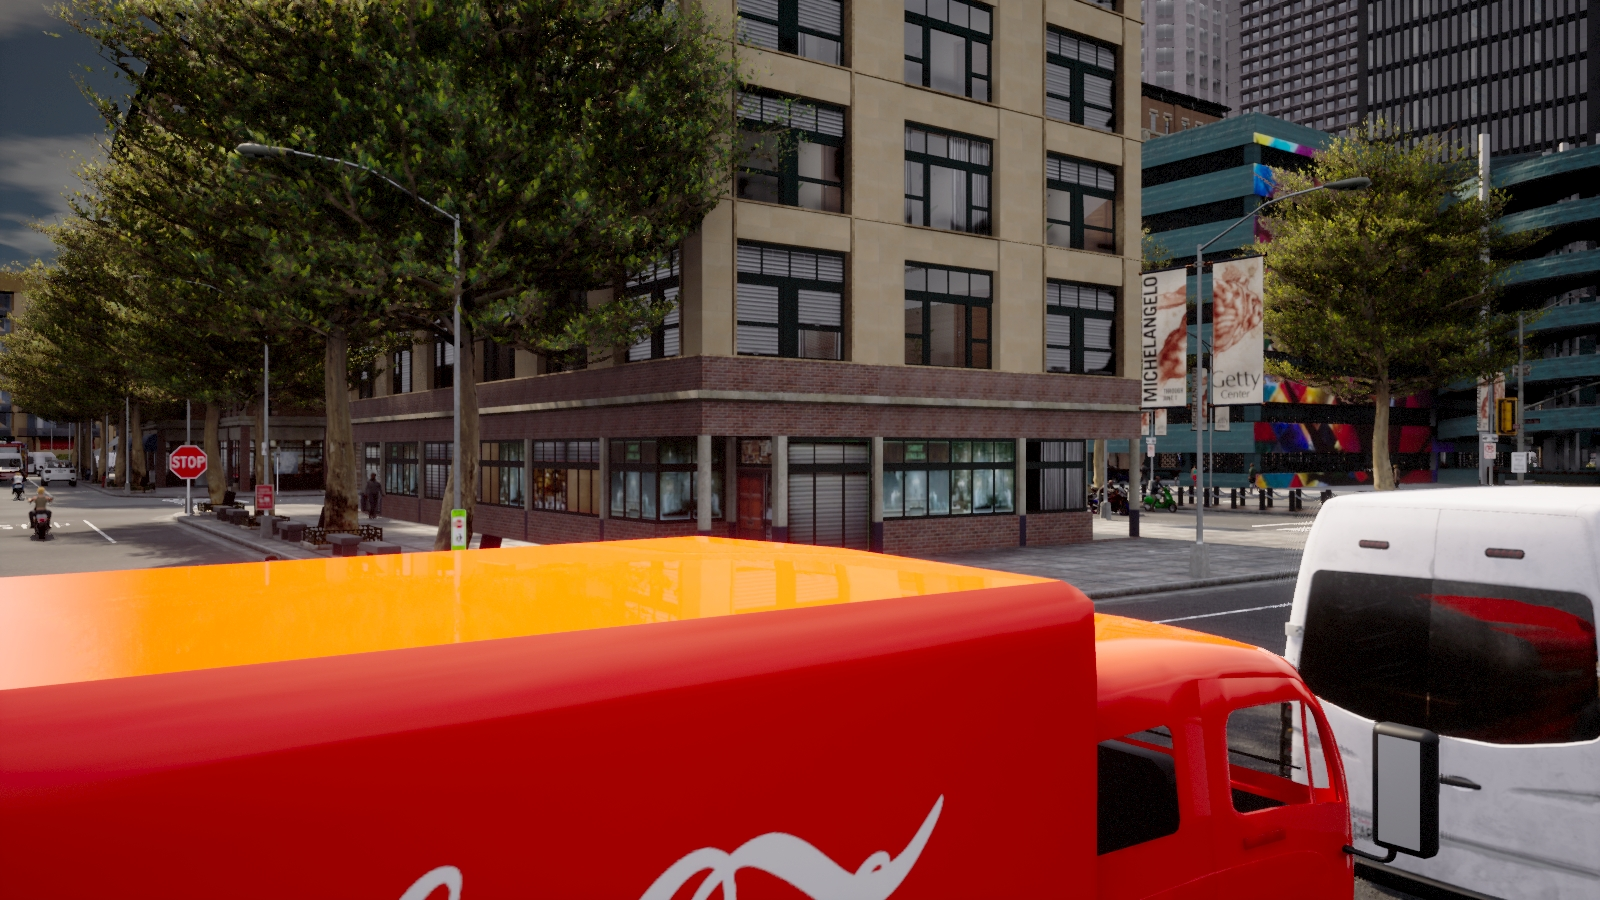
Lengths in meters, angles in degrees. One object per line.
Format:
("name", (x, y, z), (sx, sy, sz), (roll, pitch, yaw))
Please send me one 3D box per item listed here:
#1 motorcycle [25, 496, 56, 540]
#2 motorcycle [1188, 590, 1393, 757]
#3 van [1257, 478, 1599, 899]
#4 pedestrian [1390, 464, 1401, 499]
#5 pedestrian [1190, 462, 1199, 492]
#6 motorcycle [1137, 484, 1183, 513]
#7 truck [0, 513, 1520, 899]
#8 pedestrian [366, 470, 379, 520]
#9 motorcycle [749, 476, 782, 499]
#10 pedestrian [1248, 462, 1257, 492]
("motorcycle", (-24.502, 2.169, 36.847), (0.764, 1.277, 2.356), (0, 0, -35))
("motorcycle", (4.937, 2.165, 11.422), (2.356, 1.277, 0.764), (0, 0, -35))
("van", (5.781, 1.531, 7.854), (5.915, 2.561, 1.988), (0, 0, -35))
("pedestrian", (32.127, 1.674, 61.595), (0.375, 1.860, 0.375), (0, 0, -30))
("pedestrian", (24.360, 1.674, 70.587), (0.375, 1.860, 0.375), (0, 0, -26))
("motorcycle", (16.126, 2.166, 51.225), (0.856, 1.236, 1.805), (0, 0, -35))
("truck", (-0.425, 1.567, 3.494), (5.204, 2.467, 2.627), (0, 0, -35))
("pedestrian", (-16.163, 1.691, 43.198), (0.375, 1.860, 0.375), (0, 0, -37))
("motorcycle", (-2.019, 2.168, 66.327), (1.805, 1.236, 0.856), (0, 1, 43))
("pedestrian", (27.853, 1.672, 70.288), (0.375, 1.860, 0.375), (0, 0, -25))
